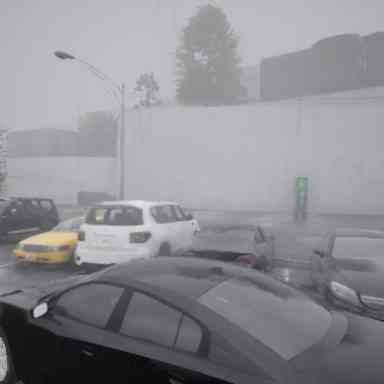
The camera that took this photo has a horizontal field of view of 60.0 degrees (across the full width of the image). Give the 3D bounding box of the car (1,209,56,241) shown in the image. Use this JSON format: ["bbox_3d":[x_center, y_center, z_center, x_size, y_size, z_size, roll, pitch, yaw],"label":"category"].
[{"bbox_3d":[-3.840,1.531,12.023,1.946,1.575,5.366,1,-1,16],"label":"car"}]

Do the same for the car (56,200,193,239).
[{"bbox_3d":[-1.342,1.276,10.484,2.435,2.045,5.566,0,-1,16],"label":"car"}]

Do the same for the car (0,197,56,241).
[{"bbox_3d":[-8.678,1.291,15.665,2.435,2.045,5.566,1,0,16],"label":"car"}]

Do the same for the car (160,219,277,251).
[{"bbox_3d":[1.097,1.541,8.737,2.163,1.488,4.792,0,-1,16],"label":"car"}]

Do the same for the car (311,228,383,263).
[{"bbox_3d":[3.544,1.536,6.959,2.002,1.452,4.674,0,-1,16],"label":"car"}]

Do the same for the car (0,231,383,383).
[{"bbox_3d":[-0.430,1.494,3.687,5.008,1.535,1.882,0,0,36],"label":"car"}]
